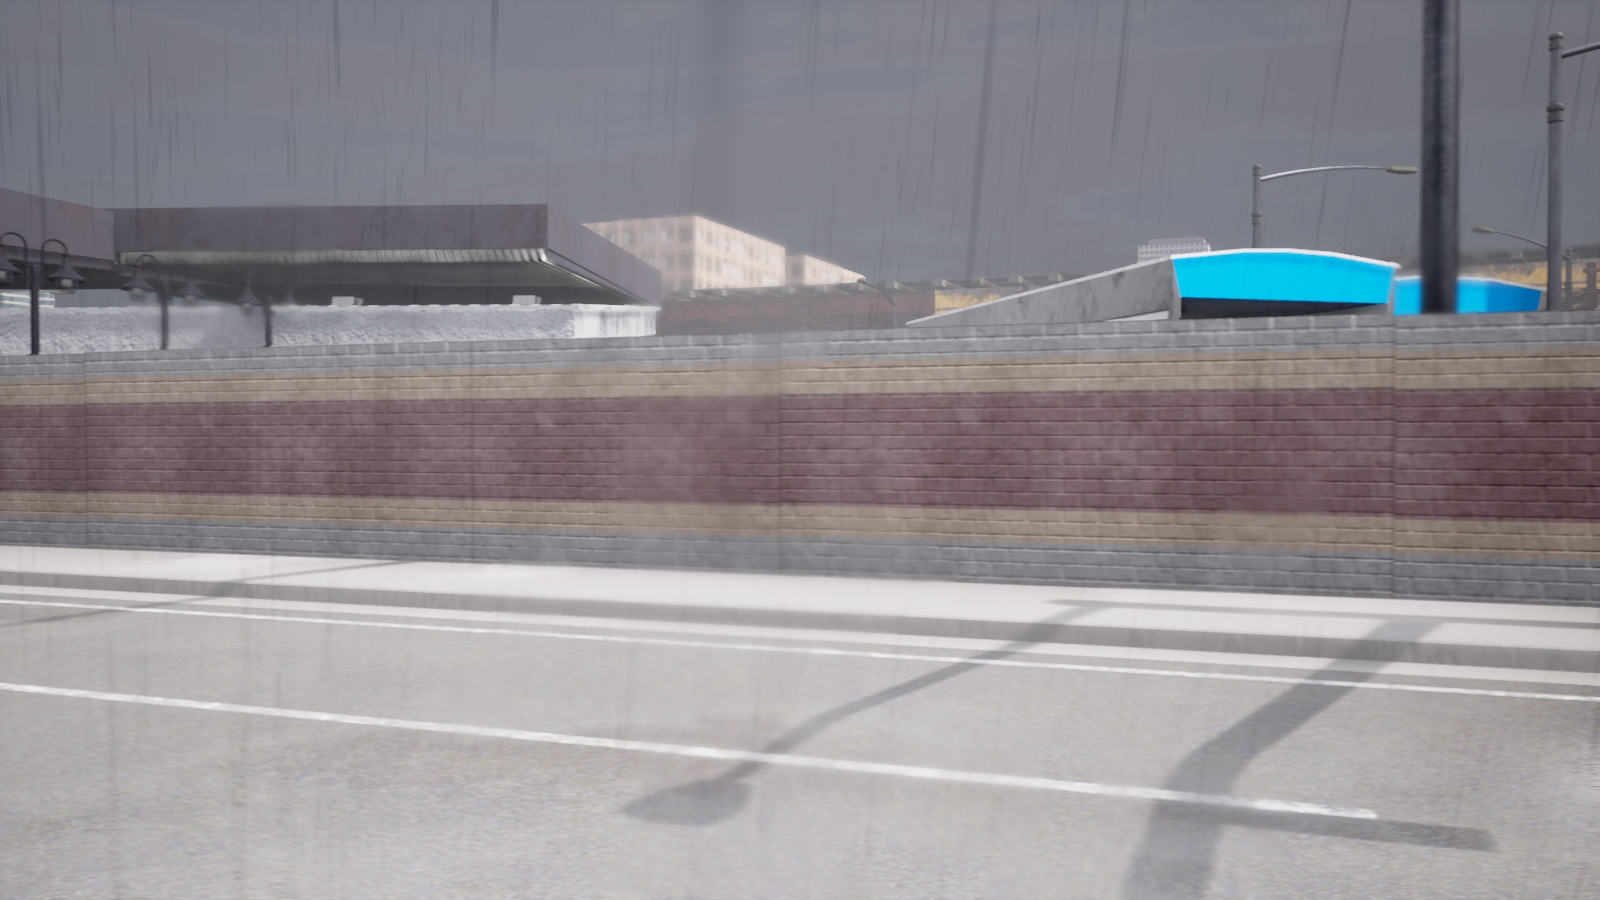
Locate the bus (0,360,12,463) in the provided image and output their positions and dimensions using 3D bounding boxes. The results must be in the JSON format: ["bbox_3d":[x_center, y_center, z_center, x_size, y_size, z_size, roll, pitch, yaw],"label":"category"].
[{"bbox_3d":[-36.391,-1.539,48.002,3.944,4.253,10.273,1,1,21],"label":"bus"}]
